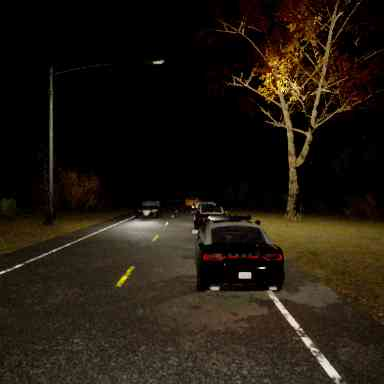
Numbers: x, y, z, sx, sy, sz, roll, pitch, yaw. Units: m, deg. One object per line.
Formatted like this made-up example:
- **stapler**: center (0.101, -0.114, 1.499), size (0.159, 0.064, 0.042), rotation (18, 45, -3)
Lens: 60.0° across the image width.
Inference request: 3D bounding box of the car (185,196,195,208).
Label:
- **car**: center (-0.003, 1.470, 47.094), size (1.882, 1.535, 5.008), rotation (0, 0, 1)

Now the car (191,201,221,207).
- **car**: center (1.016, 1.505, 18.980), size (1.837, 1.490, 4.892), rotation (0, 0, 0)

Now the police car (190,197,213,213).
- **police car**: center (1.016, 1.424, 25.090), size (1.930, 1.638, 5.238), rotation (0, 0, 0)

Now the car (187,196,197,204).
- **car**: center (-0.036, 1.487, 65.128), size (1.837, 1.490, 4.892), rotation (0, 0, 0)

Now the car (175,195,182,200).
- **car**: center (-3.536, 1.508, 90.010), size (2.033, 1.411, 5.357), rotation (0, 0, 0)

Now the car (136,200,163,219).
- **car**: center (-3.635, 1.489, 28.955), size (2.128, 1.511, 4.902), rotation (0, 0, 0)

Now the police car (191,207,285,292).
- **police car**: center (1.030, 1.425, 9.096), size (1.930, 1.638, 5.238), rotation (0, 0, 0)
